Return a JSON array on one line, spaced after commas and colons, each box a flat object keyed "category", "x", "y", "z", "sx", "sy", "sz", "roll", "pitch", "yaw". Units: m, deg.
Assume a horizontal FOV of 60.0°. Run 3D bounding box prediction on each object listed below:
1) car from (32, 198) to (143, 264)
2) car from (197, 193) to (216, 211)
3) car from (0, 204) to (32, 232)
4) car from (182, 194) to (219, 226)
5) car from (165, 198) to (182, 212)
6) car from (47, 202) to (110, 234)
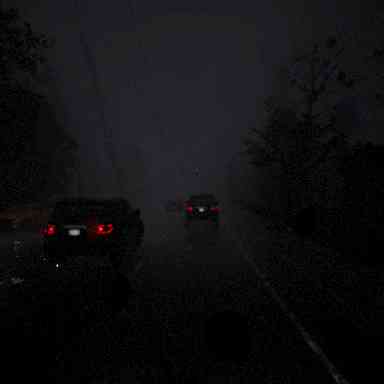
[{"category": "car", "x": -3.206, "y": 1.215, "z": 11.950, "sx": 2.150, "sy": 2.045, "sz": 5.566, "roll": 0, "pitch": 0, "yaw": 2}, {"category": "car", "x": 1.879, "y": 1.208, "z": 41.838, "sx": 2.150, "sy": 2.045, "sz": 5.566, "roll": 0, "pitch": 0, "yaw": 4}, {"category": "car", "x": -10.114, "y": 1.465, "z": 20.313, "sx": 1.882, "sy": 1.535, "sz": 5.008, "roll": 0, "pitch": 0, "yaw": 3}, {"category": "car", "x": 0.734, "y": 1.212, "z": 23.491, "sx": 2.150, "sy": 2.045, "sz": 5.566, "roll": 0, "pitch": 0, "yaw": 3}, {"category": "car", "x": -1.904, "y": 1.476, "z": 37.999, "sx": 2.128, "sy": 1.511, "sz": 4.902, "roll": 0, "pitch": 0, "yaw": 4}, {"category": "car", "x": -6.624, "y": 1.467, "z": 20.046, "sx": 1.882, "sy": 1.535, "sz": 5.008, "roll": 0, "pitch": 0, "yaw": 3}]
